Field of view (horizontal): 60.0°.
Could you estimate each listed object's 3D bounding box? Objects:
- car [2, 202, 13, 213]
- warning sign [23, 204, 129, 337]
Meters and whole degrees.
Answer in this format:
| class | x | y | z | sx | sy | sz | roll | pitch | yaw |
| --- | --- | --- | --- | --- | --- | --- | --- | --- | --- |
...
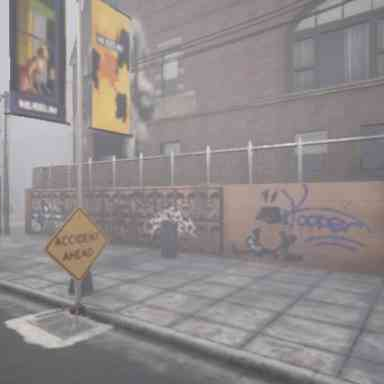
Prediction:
| class | x | y | z | sx | sy | sz | roll | pitch | yaw |
| --- | --- | --- | --- | --- | --- | --- | --- | --- | --- |
| car | -23.376 | 1.741 | 39.480 | 2.097 | 1.767 | 4.553 | 0 | 0 | 6 |
| warning sign | -1.928 | 1.159 | 5.614 | 1.060 | 1.860 | 1.300 | -1 | 0 | 36 |
